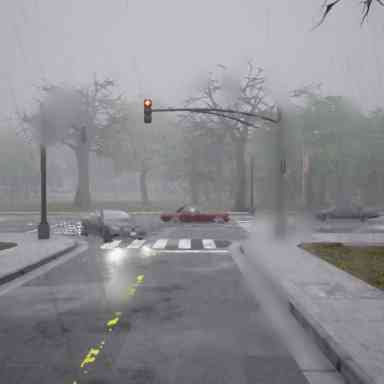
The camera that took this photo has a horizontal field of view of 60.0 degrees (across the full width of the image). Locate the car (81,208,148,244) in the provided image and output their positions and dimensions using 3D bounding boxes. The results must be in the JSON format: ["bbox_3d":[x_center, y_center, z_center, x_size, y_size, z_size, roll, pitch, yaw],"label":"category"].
[{"bbox_3d":[-3.876,1.528,16.049,1.812,1.442,4.674,2,-1,-37],"label":"car"}]

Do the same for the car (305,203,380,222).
[{"bbox_3d":[11.820,1.563,26.311,5.357,1.411,2.033,0,0,0],"label":"car"}]

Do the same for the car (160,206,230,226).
[{"bbox_3d":[0.250,1.604,22.864,4.718,1.301,1.895,0,0,0],"label":"car"}]
